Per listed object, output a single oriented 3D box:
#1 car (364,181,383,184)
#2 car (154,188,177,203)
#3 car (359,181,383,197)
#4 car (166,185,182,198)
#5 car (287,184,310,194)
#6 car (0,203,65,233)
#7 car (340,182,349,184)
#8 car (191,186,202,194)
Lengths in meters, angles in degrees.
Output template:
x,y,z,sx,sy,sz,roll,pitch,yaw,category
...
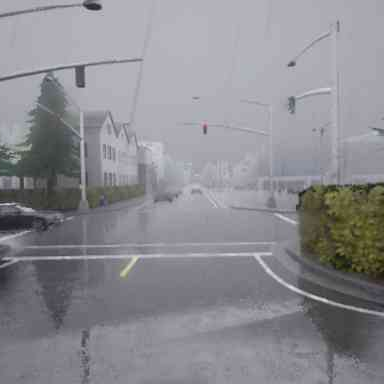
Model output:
x,y,z,sx,sy,sz,roll,pitch,yaw,category
19.543,-0.167,33.513,1.905,1.878,3.866,-1,2,0,car
-3.110,0.510,37.076,1.895,1.301,4.718,-1,2,1,car
22.912,-0.442,41.342,1.932,1.855,4.605,-1,2,0,car
-2.940,-0.040,47.253,2.097,1.767,4.553,-1,2,1,car
16.081,-0.402,51.430,2.007,1.523,4.514,-1,2,0,car
-9.018,1.304,17.138,4.674,1.442,1.812,-2,2,1,car
26.233,-0.960,58.683,2.152,1.636,5.027,-1,2,0,car
0.783,-0.334,60.708,1.812,1.442,4.674,-1,2,1,car
